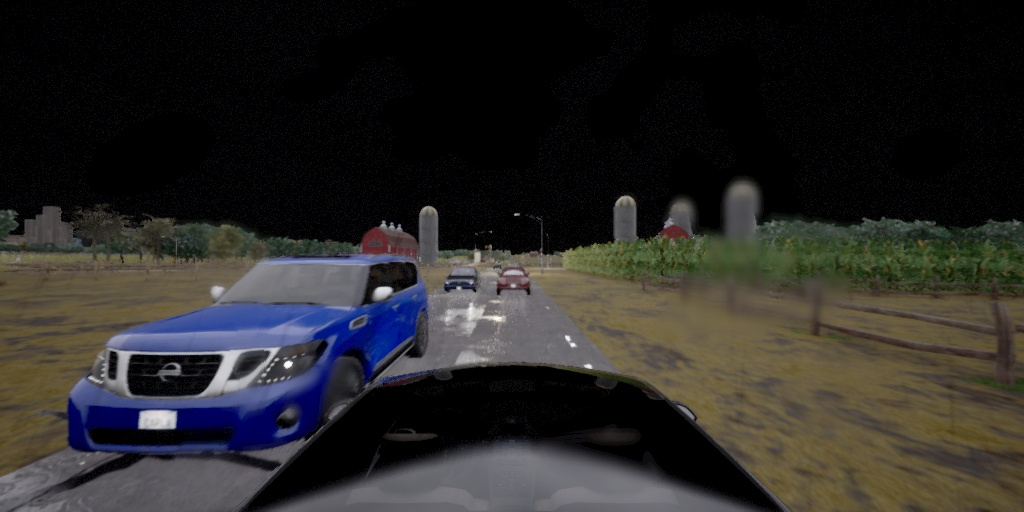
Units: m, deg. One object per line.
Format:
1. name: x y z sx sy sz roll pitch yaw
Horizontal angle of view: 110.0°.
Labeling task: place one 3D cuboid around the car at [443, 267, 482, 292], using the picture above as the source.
1. car: -2.853 1.361 21.899 2.033 1.411 5.357 0 0 0

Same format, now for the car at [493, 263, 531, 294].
1. car: 0.086 1.332 20.415 1.812 1.442 4.674 0 0 0

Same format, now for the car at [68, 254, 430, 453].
1. car: -2.835 0.979 5.634 2.150 2.045 5.566 0 0 0
